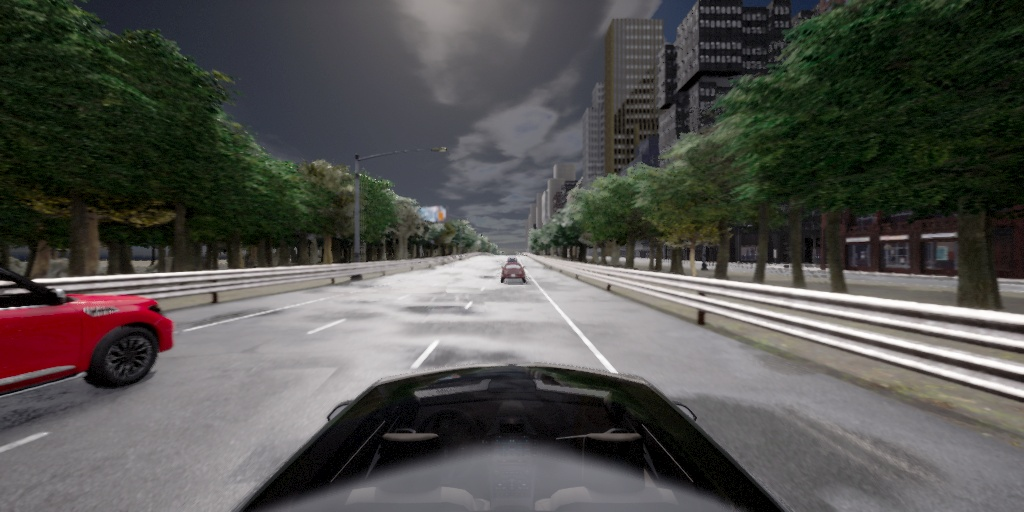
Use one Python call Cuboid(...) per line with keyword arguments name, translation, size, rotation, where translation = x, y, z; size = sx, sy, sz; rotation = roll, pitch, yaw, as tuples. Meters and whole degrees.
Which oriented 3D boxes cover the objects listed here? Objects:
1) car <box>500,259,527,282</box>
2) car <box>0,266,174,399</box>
Cuboid(name="car", translation=(0.093, 1.250, 28.549), size=(1.812, 1.442, 4.674), rotation=(0, 0, 0))
Cuboid(name="car", translation=(-6.902, 0.972, 3.745), size=(2.150, 2.045, 5.566), rotation=(0, 0, 0))
